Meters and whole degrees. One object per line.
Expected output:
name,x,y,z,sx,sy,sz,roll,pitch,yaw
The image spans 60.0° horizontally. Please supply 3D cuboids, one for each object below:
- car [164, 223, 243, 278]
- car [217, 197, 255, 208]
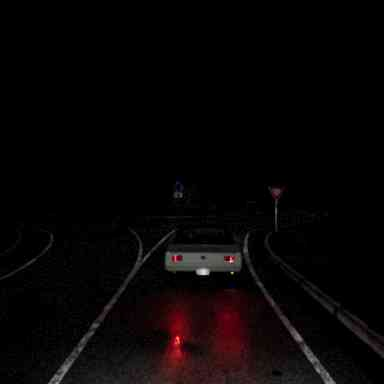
car,0.371,1.599,10.073,1.895,1.301,4.718,0,0,3
car,5.801,1.392,44.458,2.033,1.411,5.357,-2,1,-44
